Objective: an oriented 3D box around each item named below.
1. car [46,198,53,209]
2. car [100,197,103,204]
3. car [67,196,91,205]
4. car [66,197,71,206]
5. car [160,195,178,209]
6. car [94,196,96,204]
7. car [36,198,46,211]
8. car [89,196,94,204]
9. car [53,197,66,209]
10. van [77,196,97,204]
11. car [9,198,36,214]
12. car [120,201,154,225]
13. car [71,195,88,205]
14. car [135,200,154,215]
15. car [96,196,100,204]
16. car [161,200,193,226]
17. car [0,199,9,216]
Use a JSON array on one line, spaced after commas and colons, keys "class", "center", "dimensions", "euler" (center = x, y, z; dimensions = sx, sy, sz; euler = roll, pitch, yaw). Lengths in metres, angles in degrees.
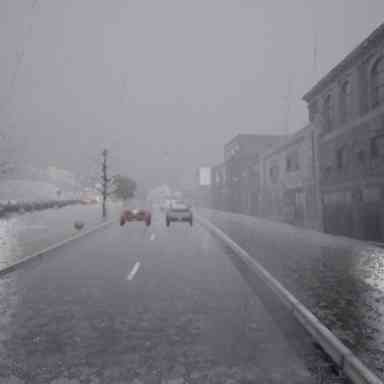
[{"class": "car", "center": [-19.611, 1.543, 39.753], "dimensions": [4.892, 1.521, 2.231], "euler": [0, 0, -27]}, {"class": "car", "center": [-26.187, 2.026, 83.834], "dimensions": [5.566, 2.045, 2.435], "euler": [0, -2, -28]}, {"class": "car", "center": [-24.432, 1.829, 72.062], "dimensions": [4.553, 1.767, 2.185], "euler": [0, -2, -28]}, {"class": "car", "center": [-20.891, 1.590, 48.535], "dimensions": [5.008, 1.535, 2.097], "euler": [0, -1, -28]}, {"class": "car", "center": [-3.019, 1.406, 43.900], "dimensions": [2.150, 2.045, 5.566], "euler": [1, -1, -7]}, {"class": "car", "center": [-24.845, 2.066, 75.013], "dimensions": [4.674, 1.452, 2.002], "euler": [0, -2, -28]}, {"class": "car", "center": [-19.229, 1.530, 36.818], "dimensions": [4.892, 1.521, 2.231], "euler": [0, 0, -27]}, {"class": "car", "center": [-23.803, 1.885, 69.225], "dimensions": [5.366, 1.575, 1.946], "euler": [0, -2, -28]}, {"class": "car", "center": [-20.457, 1.571, 45.605], "dimensions": [5.008, 1.535, 2.097], "euler": [0, -1, -28]}, {"class": "van", "center": [-25.624, 1.964, 80.964], "dimensions": [4.442, 1.987, 1.878], "euler": [0, -2, -28]}, {"class": "car", "center": [-18.873, 1.520, 33.884], "dimensions": [4.892, 1.521, 2.231], "euler": [0, 0, -26]}, {"class": "car", "center": [-4.012, 1.412, 24.737], "dimensions": [2.097, 1.767, 4.553], "euler": [0, 0, -4]}, {"class": "car", "center": [-23.077, 1.773, 63.245], "dimensions": [5.008, 1.535, 2.097], "euler": [0, -1, -28]}, {"class": "car", "center": [-5.269, 1.670, 37.556], "dimensions": [2.033, 1.411, 5.357], "euler": [0, 0, -6]}, {"class": "car", "center": [-25.262, 1.854, 77.984], "dimensions": [5.566, 2.045, 2.435], "euler": [0, -2, -28]}, {"class": "car", "center": [-0.962, 1.562, 24.148], "dimensions": [2.128, 1.511, 4.902], "euler": [0, 0, -4]}, {"class": "car", "center": [-18.283, 1.377, 28.001], "dimensions": [4.553, 1.767, 2.185], "euler": [0, 0, -25]}]
